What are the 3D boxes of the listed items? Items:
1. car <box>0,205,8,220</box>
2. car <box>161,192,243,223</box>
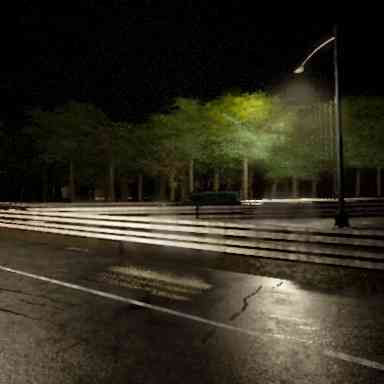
[{"bbox_3d":[-17.135,1.558,26.739,4.892,1.490,1.837,0,1,17],"label":"car"},{"bbox_3d":[0.693,1.040,22.890,5.566,2.045,2.150,-1,0,7],"label":"car"}]
